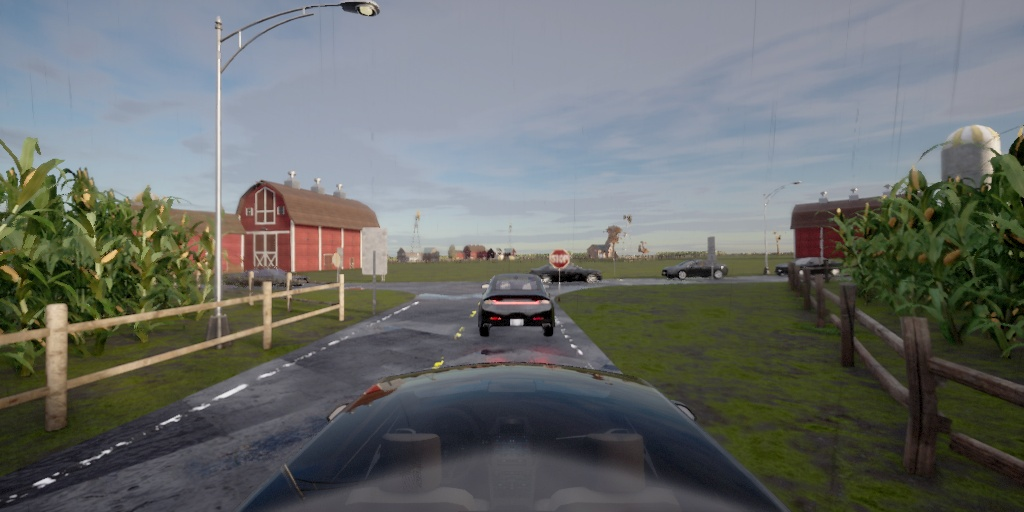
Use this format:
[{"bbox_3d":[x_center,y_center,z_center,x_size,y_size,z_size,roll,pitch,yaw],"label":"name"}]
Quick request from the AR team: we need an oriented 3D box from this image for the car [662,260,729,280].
[{"bbox_3d":[14.228,1.050,27.988,4.892,1.490,1.837,-1,-1,-4],"label":"car"}]

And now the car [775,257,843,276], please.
[{"bbox_3d":[23.807,0.860,28.807,5.008,1.535,1.882,-1,0,-7],"label":"car"}]

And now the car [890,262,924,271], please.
[{"bbox_3d":[34.977,0.737,30.325,5.357,1.411,2.033,-1,0,-10],"label":"car"}]

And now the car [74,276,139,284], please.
[{"bbox_3d":[-30.043,1.780,27.199,4.674,1.442,1.812,-1,-1,9],"label":"car"}]

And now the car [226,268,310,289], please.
[{"bbox_3d":[-17.307,1.586,25.562,5.357,1.411,2.033,-1,-1,6],"label":"car"}]

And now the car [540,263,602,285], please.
[{"bbox_3d":[3.647,1.180,24.636,5.008,1.535,1.882,-1,0,0],"label":"car"}]

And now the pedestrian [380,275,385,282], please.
[{"bbox_3d":[-11.150,1.286,30.968,0.375,1.860,0.375,0,0,4],"label":"pedestrian"}]

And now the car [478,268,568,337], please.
[{"bbox_3d":[0.114,1.256,10.351,2.128,1.511,4.902,0,0,0],"label":"car"}]
